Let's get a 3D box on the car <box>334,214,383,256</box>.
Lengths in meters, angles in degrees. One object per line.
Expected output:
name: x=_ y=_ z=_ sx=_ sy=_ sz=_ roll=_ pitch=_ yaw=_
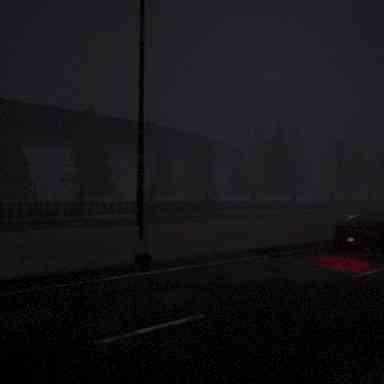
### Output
car: x=7.945 y=1.639 z=13.779 sx=5.008 sy=1.535 sz=1.882 roll=0 pitch=0 yaw=-34
